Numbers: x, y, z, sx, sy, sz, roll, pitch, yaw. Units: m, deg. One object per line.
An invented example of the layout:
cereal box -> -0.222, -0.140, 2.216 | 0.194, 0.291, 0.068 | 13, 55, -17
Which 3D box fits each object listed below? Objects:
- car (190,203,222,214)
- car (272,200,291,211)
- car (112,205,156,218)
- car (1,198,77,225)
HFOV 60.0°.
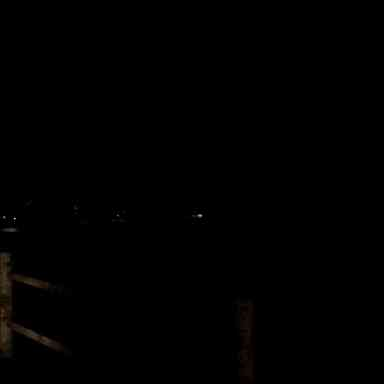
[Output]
car -> 1.962, 2.226, 45.007 | 2.033, 1.411, 5.357 | -1, -1, 36
car -> 15.982, 2.339, 59.204 | 2.097, 1.767, 4.553 | -1, -1, 38
car -> -5.906, 2.055, 34.286 | 1.895, 1.301, 4.718 | -1, -1, 36
car -> -11.831, 1.507, 26.195 | 2.150, 2.045, 5.566 | -1, -1, 36
